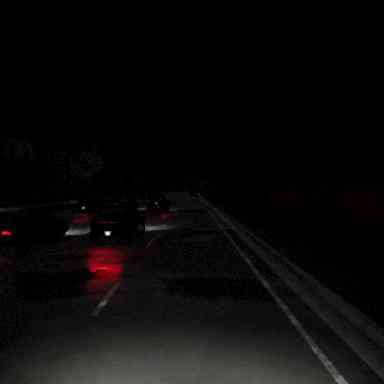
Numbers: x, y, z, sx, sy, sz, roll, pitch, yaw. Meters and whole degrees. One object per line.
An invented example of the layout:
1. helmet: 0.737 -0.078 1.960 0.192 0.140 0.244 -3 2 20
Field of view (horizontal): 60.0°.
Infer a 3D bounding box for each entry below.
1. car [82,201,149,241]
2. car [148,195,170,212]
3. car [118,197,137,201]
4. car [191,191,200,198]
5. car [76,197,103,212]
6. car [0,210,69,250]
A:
1. car: -3.400 1.383 15.830 1.837 1.490 4.892 0 0 0
2. car: -3.400 1.092 33.964 2.097 1.767 4.553 0 0 0
3. car: -6.915 1.255 35.294 1.812 1.442 4.674 0 0 0
4. car: 1.222 0.775 88.984 1.801 1.575 5.366 0 0 0
5. car: -10.401 1.242 34.303 1.837 1.490 4.892 0 0 0
6. car: -6.901 1.441 13.797 2.033 1.411 5.357 0 0 0
